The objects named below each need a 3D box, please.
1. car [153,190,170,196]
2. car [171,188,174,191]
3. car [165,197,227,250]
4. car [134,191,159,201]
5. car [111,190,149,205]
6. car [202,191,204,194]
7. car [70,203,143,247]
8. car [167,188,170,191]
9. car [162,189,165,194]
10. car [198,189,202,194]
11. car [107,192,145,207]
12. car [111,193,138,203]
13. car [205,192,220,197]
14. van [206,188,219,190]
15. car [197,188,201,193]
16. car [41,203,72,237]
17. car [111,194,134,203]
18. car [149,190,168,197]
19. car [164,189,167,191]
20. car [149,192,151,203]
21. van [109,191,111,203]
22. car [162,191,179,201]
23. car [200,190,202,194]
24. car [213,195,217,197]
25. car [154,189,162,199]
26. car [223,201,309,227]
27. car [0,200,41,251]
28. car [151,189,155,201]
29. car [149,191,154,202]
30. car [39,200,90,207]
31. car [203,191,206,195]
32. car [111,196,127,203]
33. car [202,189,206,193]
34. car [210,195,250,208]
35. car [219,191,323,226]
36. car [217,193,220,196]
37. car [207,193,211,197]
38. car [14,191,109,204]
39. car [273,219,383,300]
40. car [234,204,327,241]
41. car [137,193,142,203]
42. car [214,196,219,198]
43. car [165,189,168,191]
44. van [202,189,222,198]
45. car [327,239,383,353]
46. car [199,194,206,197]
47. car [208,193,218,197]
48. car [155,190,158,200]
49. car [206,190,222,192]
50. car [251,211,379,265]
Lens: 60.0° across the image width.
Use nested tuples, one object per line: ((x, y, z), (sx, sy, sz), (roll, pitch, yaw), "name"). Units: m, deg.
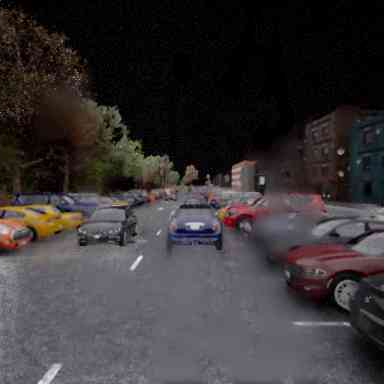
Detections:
((-8.508, 0.236, 93.414), (4.553, 1.767, 2.185), (0, 1, 0), "car")
((-8.568, 0.152, 90.627), (5.566, 2.045, 2.435), (0, 1, 0), "car")
((0.102, 1.294, 14.317), (2.097, 1.767, 4.553), (0, 1, 0), "car")
((-8.571, 0.684, 62.783), (4.553, 1.767, 2.185), (0, 1, 0), "car")
((-8.511, 0.861, 40.504), (5.566, 2.045, 2.435), (0, 1, 0), "car")
((4.538, 0.928, 57.232), (4.674, 1.452, 2.002), (0, 1, 0), "car")
((-3.597, 1.432, 14.942), (1.837, 1.490, 4.892), (0, 0, 0), "car")
((-8.567, 0.358, 76.579), (5.566, 2.045, 2.435), (0, 1, 0), "car")
((-8.509, 0.759, 68.353), (4.792, 1.488, 2.163), (0, 1, 0), "car")
((4.355, 0.767, 65.581), (5.366, 1.575, 1.946), (0, 1, 0), "car")
((-8.508, 0.950, 43.289), (4.553, 1.767, 2.185), (0, 1, 0), "car")
((-8.546, 1.183, 34.937), (4.892, 1.521, 2.231), (0, 1, 0), "car")
((4.726, 1.073, 43.316), (5.366, 1.575, 1.946), (0, 1, 0), "car")
((4.658, 0.778, 48.817), (4.442, 1.987, 1.878), (0, 1, 0), "van")
((4.569, 0.397, 73.927), (5.566, 2.045, 2.435), (0, 1, 0), "car")
((-8.535, 1.423, 15.320), (5.008, 1.535, 2.097), (0, 1, 0), "car")
((-8.545, 1.217, 32.152), (5.008, 1.535, 2.097), (0, 1, 0), "car")
((-8.570, 0.361, 84.935), (4.553, 1.767, 2.185), (0, 1, 0), "car")
((-8.545, 0.689, 71.139), (5.008, 1.535, 2.097), (0, 1, 0), "car")
((-8.542, 1.079, 46.076), (4.674, 1.452, 2.002), (0, 1, 0), "car")
((-8.423, 1.094, 23.795), (4.442, 1.987, 1.878), (0, 1, 0), "van")
((-3.553, 0.967, 57.575), (1.994, 1.385, 4.181), (0, 1, 0), "car")
((4.534, 0.811, 62.799), (4.892, 1.521, 2.231), (0, 1, 0), "car")
((4.534, 1.254, 29.400), (4.892, 1.521, 2.231), (0, 1, 0), "car")
((-8.511, 0.636, 57.212), (5.566, 2.045, 2.435), (0, 1, 0), "car")
((4.545, 1.354, 21.051), (5.008, 1.535, 2.097), (0, 1, 0), "car")
((-8.571, 1.326, 12.534), (4.553, 1.767, 2.185), (0, 0, 0), "car")
((-8.507, 0.839, 51.643), (4.553, 1.767, 2.185), (0, 1, 0), "car")
((-8.534, 1.002, 48.860), (5.008, 1.535, 2.097), (0, 1, 0), "car")
((-8.725, 1.385, 18.228), (5.366, 1.575, 1.946), (0, 1, 0), "car")
((4.570, 0.994, 51.666), (4.792, 1.488, 2.163), (0, 1, 0), "car")
((-8.542, 1.292, 29.367), (4.674, 1.452, 2.002), (0, 1, 0), "car")
((4.572, 0.724, 60.013), (4.553, 1.767, 2.185), (0, 1, 0), "car")
((4.538, 1.153, 40.534), (4.674, 1.452, 2.002), (0, 1, 0), "car")
((4.512, 1.137, 18.265), (5.566, 2.045, 2.435), (0, 1, 0), "car")
((4.572, 1.162, 26.491), (4.553, 1.767, 2.185), (0, 1, 0), "car")
((4.546, 1.148, 37.750), (5.008, 1.535, 2.097), (0, 1, 0), "car")
((-8.511, 1.103, 21.010), (5.566, 2.045, 2.435), (0, 1, 0), "car")
((4.546, 1.486, 7.123), (5.008, 1.535, 2.097), (0, 0, 0), "car")
((4.543, 1.462, 15.486), (4.674, 1.452, 2.002), (0, 1, 0), "car")
((-8.568, 1.177, 37.720), (4.792, 1.488, 2.163), (0, 1, 0), "car")
((4.355, 1.317, 23.834), (5.366, 1.575, 1.946), (0, 1, 0), "car")
((-8.725, 0.647, 73.798), (5.366, 1.575, 1.946), (0, 1, 0), "car")
((4.657, 0.384, 76.586), (4.442, 1.987, 1.878), (0, 1, 0), "van")
((4.537, 1.531, 4.334), (4.674, 1.452, 2.002), (0, 0, 0), "car")
((0.100, 1.266, 33.684), (2.033, 1.411, 5.357), (0, 1, 0), "car")
((4.535, 1.183, 34.967), (5.008, 1.535, 2.097), (0, 1, 0), "car")
((-8.544, 0.926, 54.429), (5.008, 1.535, 2.097), (0, 1, 0), "car")
((4.572, 0.914, 46.098), (4.553, 1.767, 2.185), (0, 1, 0), "car")
((4.545, 1.472, 9.913), (5.008, 1.535, 2.097), (0, 0, 0), "car")
